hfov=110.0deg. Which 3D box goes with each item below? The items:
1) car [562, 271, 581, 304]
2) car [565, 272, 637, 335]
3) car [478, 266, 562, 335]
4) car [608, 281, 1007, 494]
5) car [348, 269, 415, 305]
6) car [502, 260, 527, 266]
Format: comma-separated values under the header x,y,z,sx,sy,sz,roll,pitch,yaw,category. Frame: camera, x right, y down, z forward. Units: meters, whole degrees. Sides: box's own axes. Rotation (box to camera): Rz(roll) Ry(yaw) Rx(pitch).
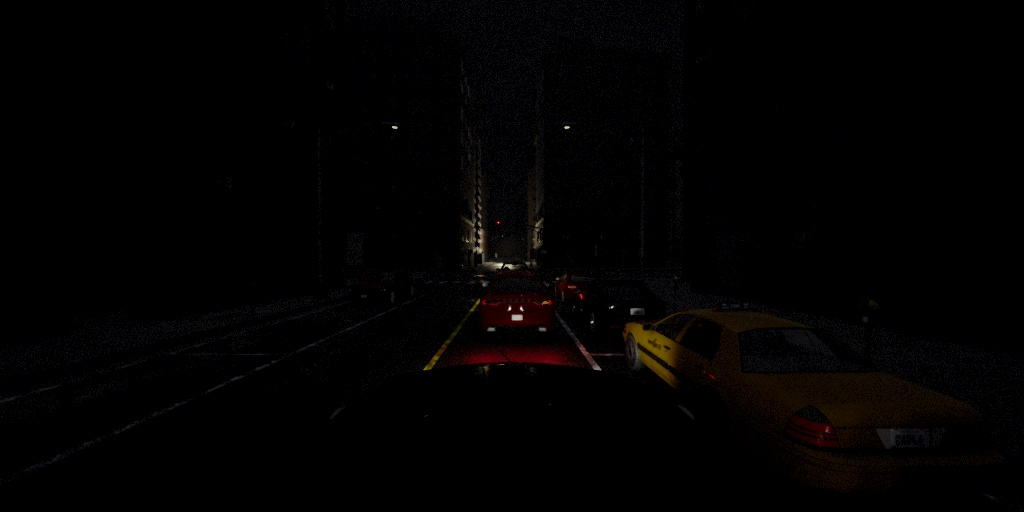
x,y,z,sx,sy,sz,roll,pitch,yaw,category
2.910,1.327,15.891,1.802,1.307,4.207,0,0,0,car
2.895,1.313,10.305,1.948,1.339,4.313,0,0,0,car
0.118,1.225,10.488,1.882,1.535,5.008,0,0,0,car
2.880,1.274,4.889,1.751,1.417,4.829,0,0,0,car
-5.636,1.291,15.911,1.888,1.381,4.507,0,0,0,car
0.145,1.096,20.817,2.097,1.767,4.553,0,0,0,car
